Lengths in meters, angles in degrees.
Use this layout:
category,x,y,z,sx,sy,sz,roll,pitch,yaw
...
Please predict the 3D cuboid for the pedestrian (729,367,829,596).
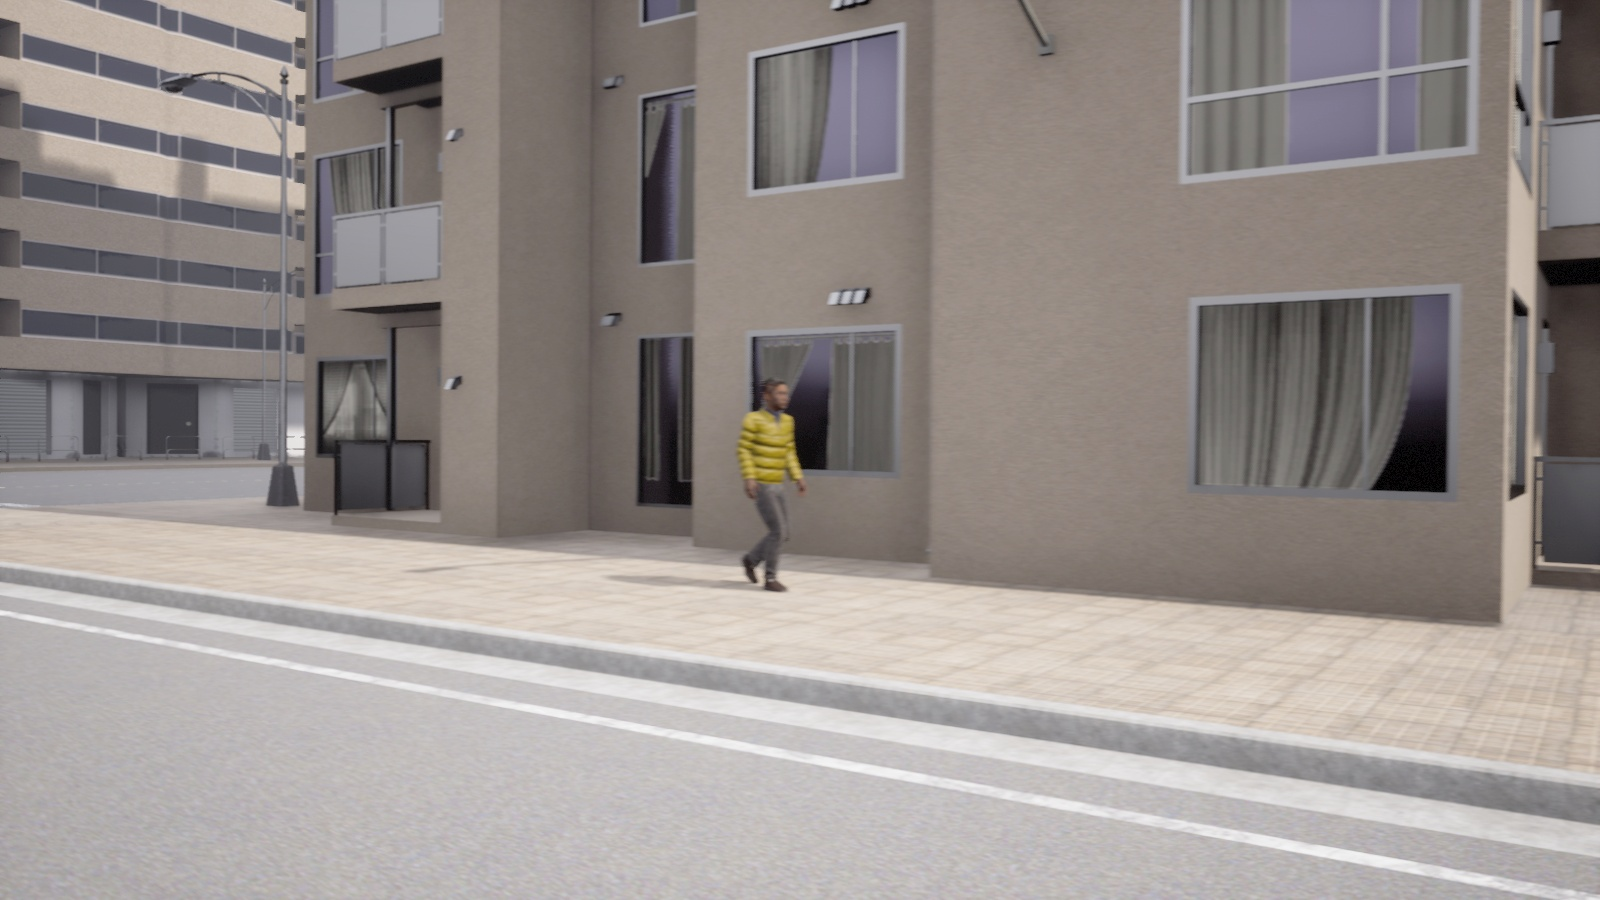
category,x,y,z,sx,sy,sz,roll,pitch,yaw
pedestrian,-0.176,0.249,10.448,0.709,1.840,0.431,0,1,40
